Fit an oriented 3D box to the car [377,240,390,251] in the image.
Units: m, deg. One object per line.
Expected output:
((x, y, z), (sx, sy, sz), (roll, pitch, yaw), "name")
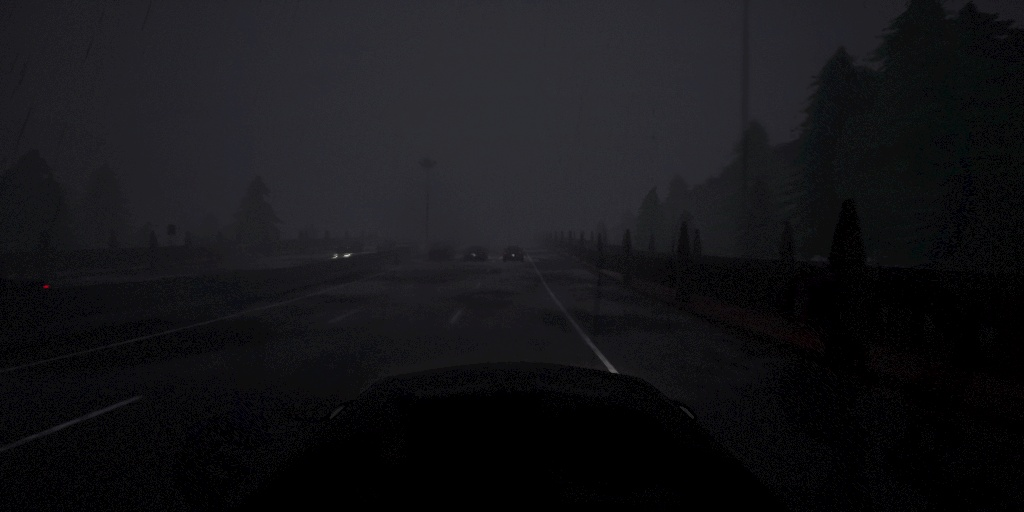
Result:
((-17.453, -1.527, 50.522), (2.128, 1.511, 4.902), (0, 4, 0), "car")

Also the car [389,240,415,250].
((-13.979, -1.215, 46.730), (1.812, 1.442, 4.674), (0, 4, 0), "car")

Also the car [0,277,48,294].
((-17.576, 1.191, 10.537), (2.033, 1.411, 5.357), (0, 2, 0), "car")

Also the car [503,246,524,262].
((0.130, -0.271, 34.363), (1.994, 1.385, 4.181), (0, 4, 1), "car")

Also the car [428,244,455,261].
((-6.862, -0.431, 35.316), (1.882, 1.535, 5.008), (0, 4, 0), "car")

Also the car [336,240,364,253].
((-20.973, -1.254, 46.562), (1.882, 1.535, 5.008), (0, 4, 1), "car")

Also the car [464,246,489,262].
((-3.371, -0.274, 34.380), (1.994, 1.385, 4.181), (0, 4, 1), "car")
